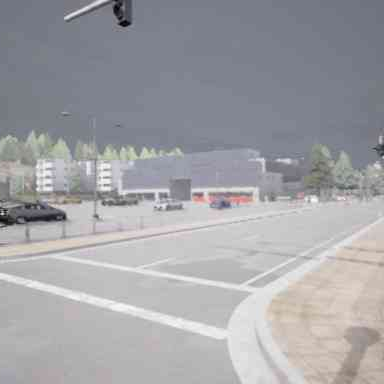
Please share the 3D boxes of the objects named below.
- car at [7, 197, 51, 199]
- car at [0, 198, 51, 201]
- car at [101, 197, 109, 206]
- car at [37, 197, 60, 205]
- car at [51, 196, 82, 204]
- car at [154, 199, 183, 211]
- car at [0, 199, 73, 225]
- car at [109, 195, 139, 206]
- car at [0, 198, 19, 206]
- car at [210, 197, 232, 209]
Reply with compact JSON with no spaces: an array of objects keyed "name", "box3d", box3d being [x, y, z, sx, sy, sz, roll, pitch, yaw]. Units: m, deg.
[{"name":"car","box3d":[-19.060,1.662,38.943,1.845,1.501,3.633,-1,0,36]},{"name":"car","box3d":[-13.942,1.571,25.789,2.152,1.636,5.027,-1,0,36]},{"name":"car","box3d":[-13.738,1.429,57.466,1.905,1.878,3.866,-1,0,36]},{"name":"car","box3d":[-29.507,1.793,68.440,1.970,1.475,3.806,-1,0,36]},{"name":"car","box3d":[-24.114,1.644,64.949,2.152,1.636,5.027,-1,0,36]},{"name":"car","box3d":[-2.904,1.560,40.842,1.970,1.475,3.806,-1,0,36]},{"name":"car","box3d":[-11.367,1.546,23.997,2.007,1.523,4.514,-1,0,36]},{"name":"car","box3d":[-11.141,1.416,56.100,1.932,1.855,4.605,-1,0,36]},{"name":"car","box3d":[-36.600,1.922,64.865,2.007,1.523,4.514,-1,0,36]},{"name":"car","box3d":[3.854,1.492,45.118,1.845,1.501,3.633,-1,0,36]}]
